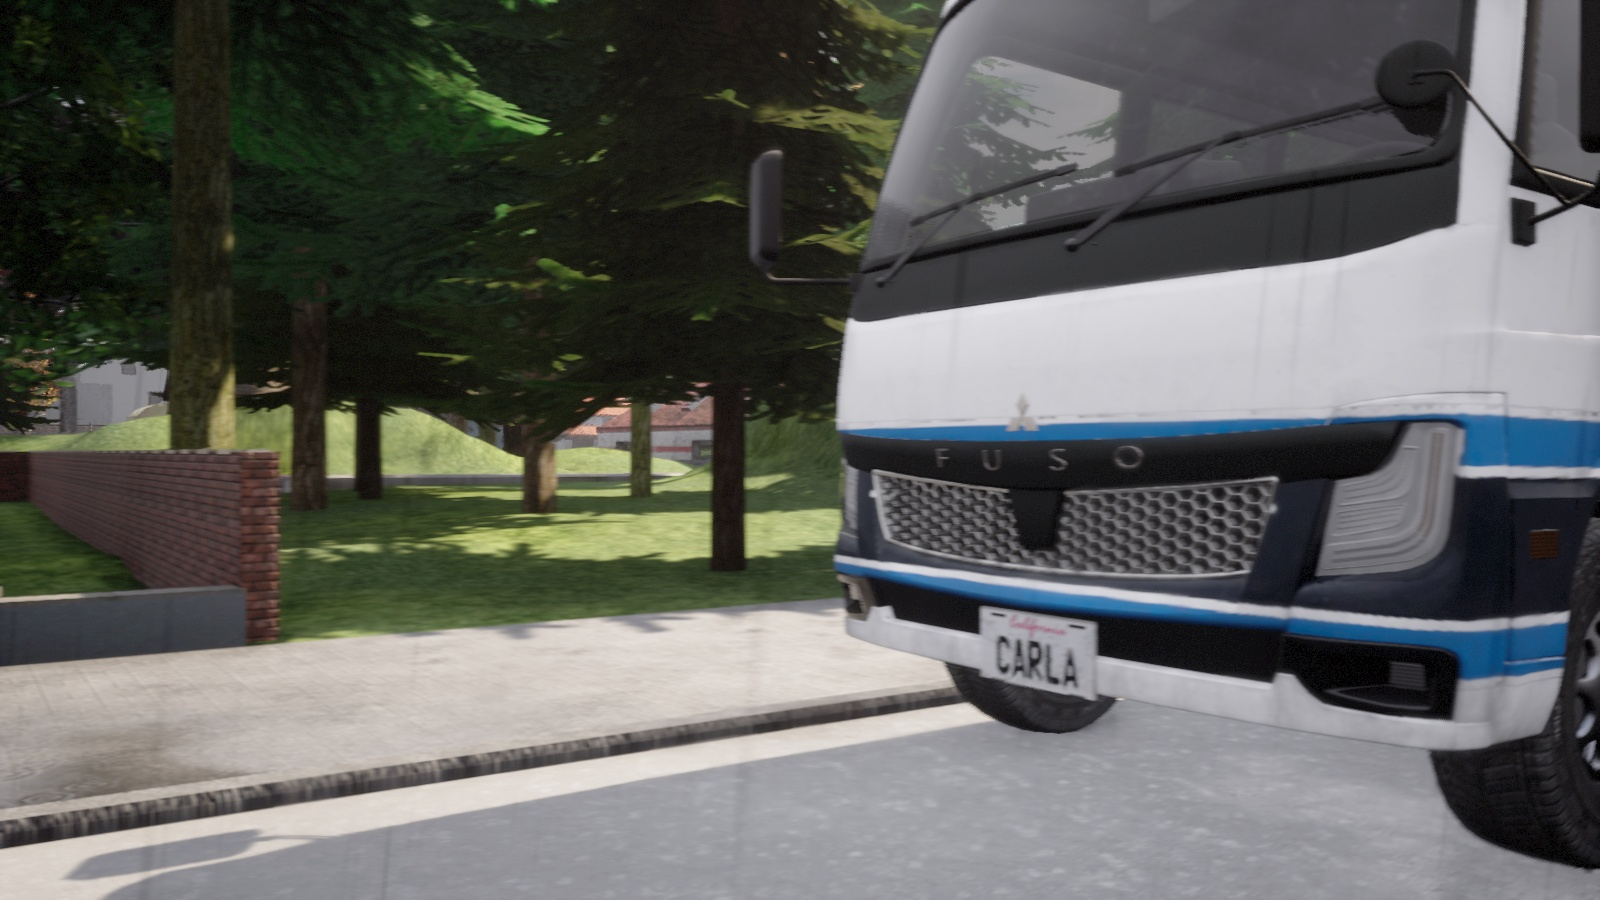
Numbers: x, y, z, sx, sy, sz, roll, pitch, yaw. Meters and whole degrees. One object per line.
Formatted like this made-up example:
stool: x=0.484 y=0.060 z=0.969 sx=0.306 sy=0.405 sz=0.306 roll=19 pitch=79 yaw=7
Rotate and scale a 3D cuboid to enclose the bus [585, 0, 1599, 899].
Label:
bus: x=4.337 y=-0.636 z=7.292 sx=10.273 sy=4.253 sz=3.944 roll=1 pitch=-1 yaw=-35
